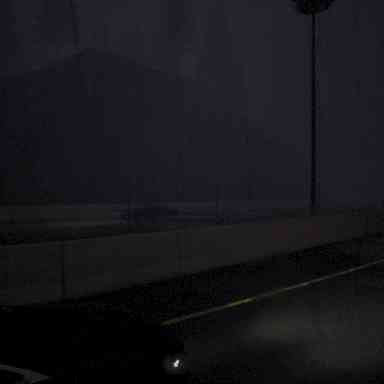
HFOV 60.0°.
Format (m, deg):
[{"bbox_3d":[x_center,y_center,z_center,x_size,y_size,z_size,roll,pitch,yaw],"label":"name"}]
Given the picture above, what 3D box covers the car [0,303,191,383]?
[{"bbox_3d":[-2.248,1.496,2.244,4.902,1.511,2.128,0,0,-35],"label":"car"}]
